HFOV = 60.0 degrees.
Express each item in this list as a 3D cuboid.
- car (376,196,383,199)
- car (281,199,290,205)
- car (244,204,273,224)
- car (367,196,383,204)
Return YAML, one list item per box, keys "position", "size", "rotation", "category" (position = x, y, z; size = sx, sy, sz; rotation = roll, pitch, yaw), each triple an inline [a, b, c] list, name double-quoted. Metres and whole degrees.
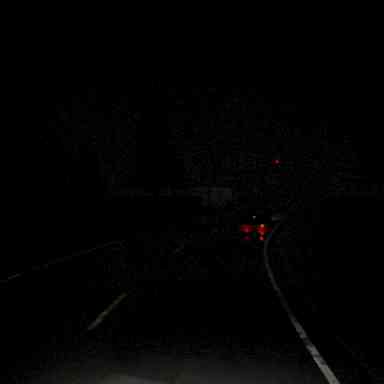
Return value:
- position: [40.721, 2.021, 68.893]
  size: [4.514, 1.523, 2.007]
  rotation: [0, -1, 18]
  category: "car"
- position: [20.765, 2.227, 73.919]
  size: [2.033, 1.411, 5.357]
  rotation: [0, -1, 18]
  category: "car"
- position: [5.593, 1.761, 27.872]
  size: [2.128, 1.511, 4.902]
  rotation: [0, 0, 19]
  category: "car"
- position: [45.233, 1.937, 80.527]
  size: [4.605, 1.855, 1.932]
  rotation: [0, -1, 18]
  category: "car"
